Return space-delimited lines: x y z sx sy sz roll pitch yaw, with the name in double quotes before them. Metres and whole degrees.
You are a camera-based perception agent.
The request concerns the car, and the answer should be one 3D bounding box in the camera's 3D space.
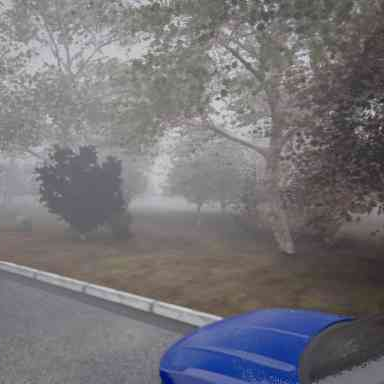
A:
"car" 1.981 1.478 1.966 5.008 1.535 1.882 0 0 36
